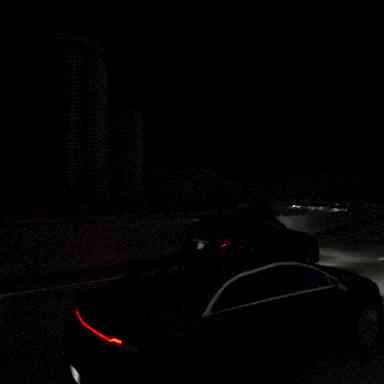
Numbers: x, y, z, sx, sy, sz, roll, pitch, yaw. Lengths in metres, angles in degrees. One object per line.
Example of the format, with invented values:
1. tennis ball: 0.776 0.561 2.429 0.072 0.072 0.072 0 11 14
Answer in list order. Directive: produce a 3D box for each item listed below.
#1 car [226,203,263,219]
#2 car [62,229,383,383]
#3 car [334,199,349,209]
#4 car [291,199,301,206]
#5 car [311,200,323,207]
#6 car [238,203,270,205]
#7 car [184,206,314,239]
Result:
1. car: 5.445 1.863 34.068 1.812 1.442 4.674 0 -1 37
2. car: 0.828 1.537 4.622 4.902 1.511 2.128 1 -1 -37
3. car: 25.816 2.025 57.410 2.097 1.767 4.553 0 -1 19
4. car: 22.430 2.313 72.049 2.033 1.411 5.357 0 -1 12
5. car: 24.765 2.267 66.087 1.812 1.442 4.674 0 -1 15
6. car: 5.958 1.801 29.139 1.837 1.490 4.892 0 0 40
7. car: 1.871 1.453 9.990 4.553 1.767 2.097 1 -1 -39
